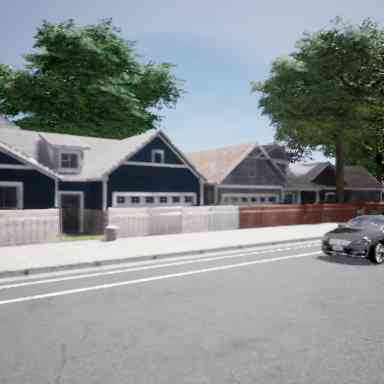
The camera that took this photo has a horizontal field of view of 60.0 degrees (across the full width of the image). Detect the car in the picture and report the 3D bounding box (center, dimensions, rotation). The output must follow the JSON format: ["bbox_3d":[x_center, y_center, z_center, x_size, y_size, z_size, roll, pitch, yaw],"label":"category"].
[{"bbox_3d":[6.875,1.631,12.480,4.902,1.511,2.128,1,0,-35],"label":"car"}]

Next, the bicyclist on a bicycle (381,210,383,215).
[{"bbox_3d":[9.921,1.562,17.153,1.843,1.776,0.659,1,0,-34],"label":"bicyclist on a bicycle"}]
